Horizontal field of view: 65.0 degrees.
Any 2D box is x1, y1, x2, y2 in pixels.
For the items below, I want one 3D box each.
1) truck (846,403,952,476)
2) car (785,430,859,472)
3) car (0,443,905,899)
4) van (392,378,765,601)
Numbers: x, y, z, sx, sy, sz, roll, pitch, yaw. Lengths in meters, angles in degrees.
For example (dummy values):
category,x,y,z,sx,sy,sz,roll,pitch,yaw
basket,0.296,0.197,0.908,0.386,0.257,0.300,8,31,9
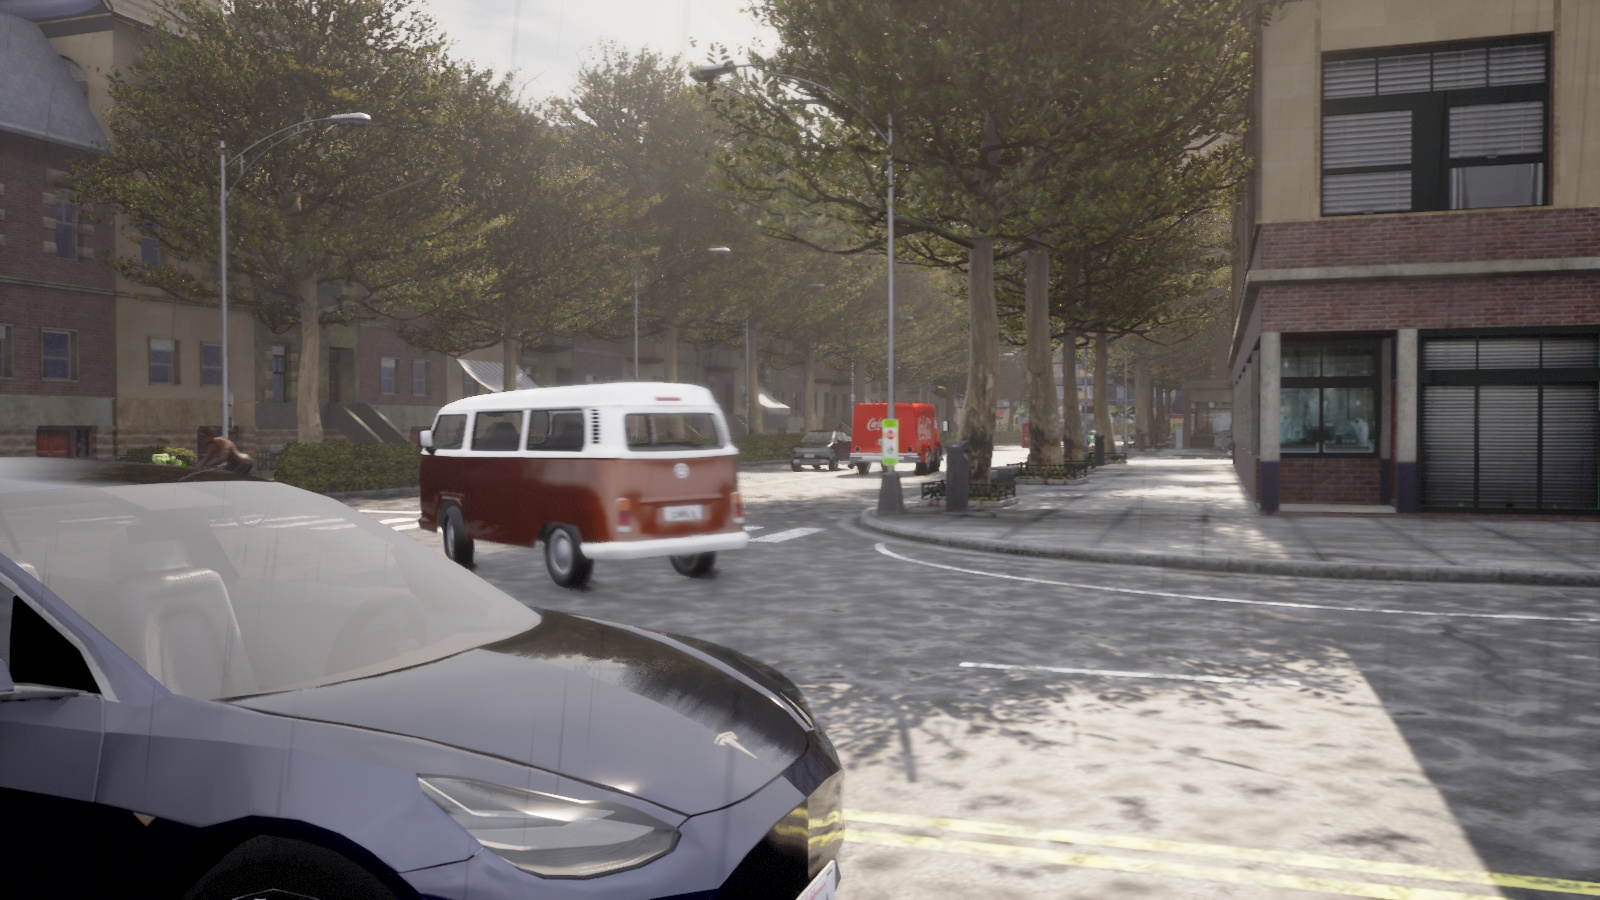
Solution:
category,x,y,z,sx,sy,sz,roll,pitch,yaw
truck,3.631,-0.391,45.041,2.627,2.467,5.204,1,1,18
car,0.888,0.012,47.908,1.789,1.549,3.705,1,1,18
car,-2.269,0.747,3.952,4.792,1.488,2.163,1,1,19
van,-2.592,0.304,13.843,2.069,2.038,4.480,-1,2,-40
